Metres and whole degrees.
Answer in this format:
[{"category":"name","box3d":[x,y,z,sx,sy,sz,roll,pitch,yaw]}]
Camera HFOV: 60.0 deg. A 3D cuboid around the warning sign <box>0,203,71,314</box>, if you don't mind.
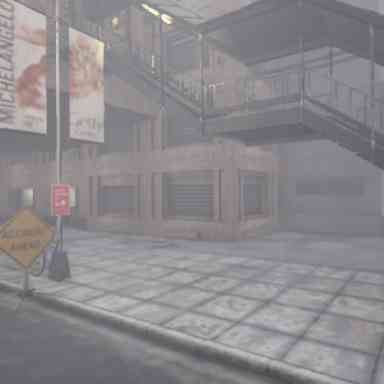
[{"category":"warning sign","box3d":[-3.288,1.177,6.578,1.060,1.860,1.300,-1,0,35]}]
